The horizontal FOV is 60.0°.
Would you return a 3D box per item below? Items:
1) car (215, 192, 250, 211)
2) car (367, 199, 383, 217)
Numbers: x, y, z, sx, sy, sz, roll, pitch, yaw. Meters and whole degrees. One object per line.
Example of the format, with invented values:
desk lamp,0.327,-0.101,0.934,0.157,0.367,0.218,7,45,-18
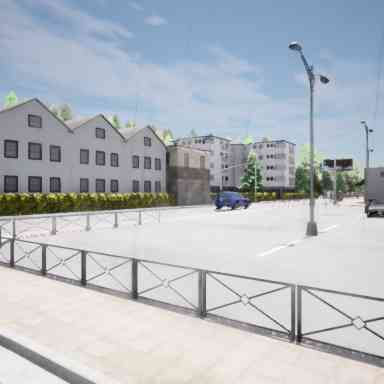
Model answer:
car,4.742,1.029,38.314,2.150,2.045,5.566,0,0,35
car,15.399,1.298,26.827,2.007,1.523,4.514,0,0,35
